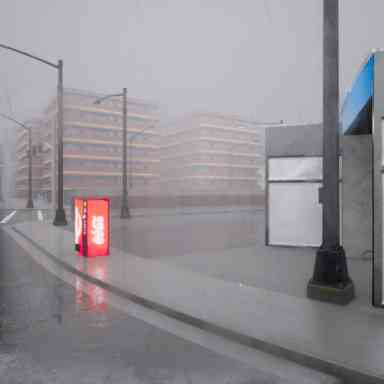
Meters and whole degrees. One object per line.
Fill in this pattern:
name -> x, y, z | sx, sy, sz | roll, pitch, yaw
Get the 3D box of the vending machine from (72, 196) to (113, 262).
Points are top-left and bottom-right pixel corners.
vending machine -> -3.388, 1.195, 11.293 | 1.100, 2.100, 0.880 | 0, 0, -36
